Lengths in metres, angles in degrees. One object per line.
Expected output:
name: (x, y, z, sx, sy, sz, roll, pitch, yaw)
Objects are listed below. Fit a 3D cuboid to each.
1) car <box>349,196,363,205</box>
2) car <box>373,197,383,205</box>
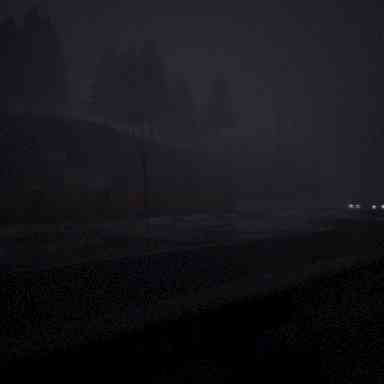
car: (29.683, 1.494, 60.192, 2.128, 1.511, 4.902, 0, 0, 35)
car: (33.906, 1.602, 60.201, 1.895, 1.301, 4.718, 0, 0, 33)
